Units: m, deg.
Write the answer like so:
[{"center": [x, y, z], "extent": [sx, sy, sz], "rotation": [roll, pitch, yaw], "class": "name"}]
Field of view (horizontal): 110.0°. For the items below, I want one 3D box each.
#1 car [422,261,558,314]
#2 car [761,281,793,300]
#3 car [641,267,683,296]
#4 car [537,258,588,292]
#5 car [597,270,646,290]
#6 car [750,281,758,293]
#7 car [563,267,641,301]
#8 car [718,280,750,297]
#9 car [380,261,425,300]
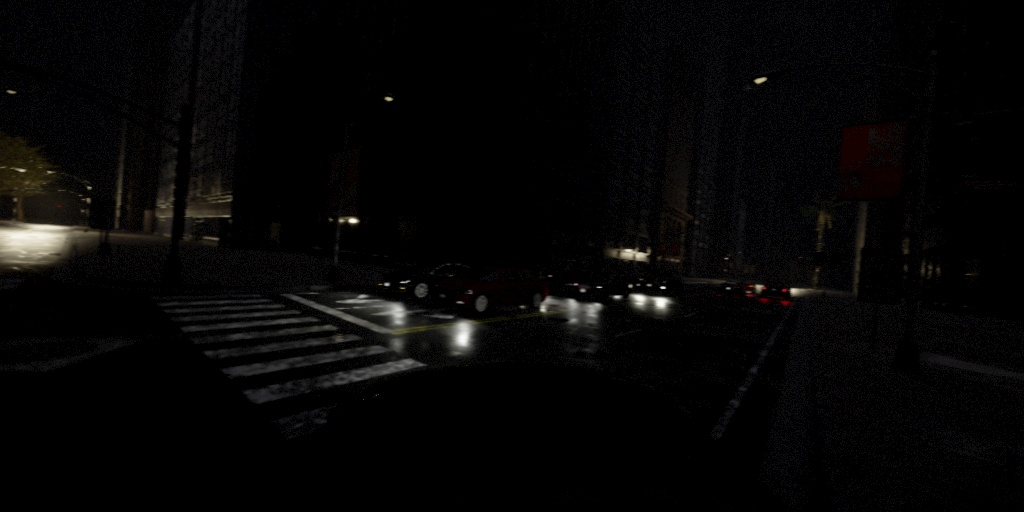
[{"center": [-0.612, 1.158, 13.500], "extent": [1.882, 1.535, 5.008], "rotation": [5, 0, 40], "class": "car"}, {"center": [26.295, 3.345, 35.732], "extent": [2.097, 1.767, 4.553], "rotation": [5, 0, 40], "class": "car"}, {"center": [12.048, 1.981, 28.881], "extent": [2.150, 2.045, 5.566], "rotation": [5, 0, 40], "class": "car"}, {"center": [2.984, 1.199, 22.936], "extent": [2.150, 2.045, 5.566], "rotation": [5, 0, 40], "class": "car"}, {"center": [9.575, 2.088, 31.011], "extent": [2.033, 1.411, 5.357], "rotation": [5, 0, 40], "class": "car"}, {"center": [28.518, 3.702, 43.690], "extent": [1.812, 1.442, 4.674], "rotation": [5, 0, 40], "class": "car"}, {"center": [5.297, 1.675, 20.693], "extent": [2.128, 1.511, 4.902], "rotation": [5, 0, 39], "class": "car"}, {"center": [21.712, 3.159, 35.347], "extent": [1.994, 1.385, 4.181], "rotation": [5, 0, 40], "class": "car"}, {"center": [-3.223, 0.954, 15.441], "extent": [1.837, 1.490, 4.892], "rotation": [5, 0, 38], "class": "car"}]
